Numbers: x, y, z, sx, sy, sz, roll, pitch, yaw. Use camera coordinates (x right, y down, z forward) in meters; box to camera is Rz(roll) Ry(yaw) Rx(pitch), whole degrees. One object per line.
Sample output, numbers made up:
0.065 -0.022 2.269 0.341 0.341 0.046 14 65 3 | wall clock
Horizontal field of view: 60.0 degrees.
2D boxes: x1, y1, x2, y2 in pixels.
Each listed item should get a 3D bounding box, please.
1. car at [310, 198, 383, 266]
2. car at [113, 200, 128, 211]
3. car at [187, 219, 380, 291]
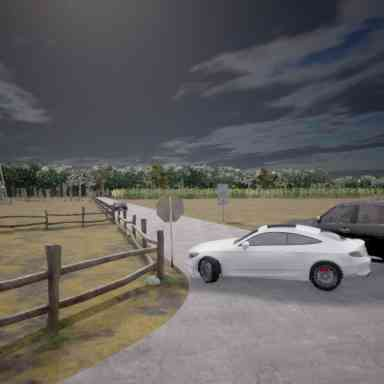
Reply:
5.100 1.223 9.781 2.150 2.045 5.566 -2 0 -39 | car
-10.749 1.976 49.474 2.033 1.411 5.357 -2 0 -18 | car
2.163 1.613 8.952 4.674 1.442 1.812 -2 0 19 | car
